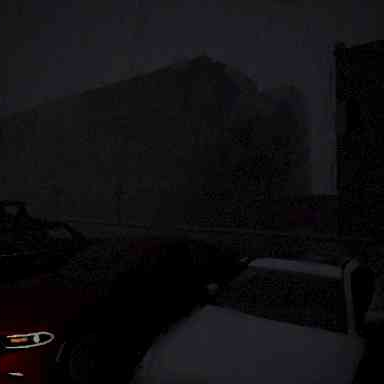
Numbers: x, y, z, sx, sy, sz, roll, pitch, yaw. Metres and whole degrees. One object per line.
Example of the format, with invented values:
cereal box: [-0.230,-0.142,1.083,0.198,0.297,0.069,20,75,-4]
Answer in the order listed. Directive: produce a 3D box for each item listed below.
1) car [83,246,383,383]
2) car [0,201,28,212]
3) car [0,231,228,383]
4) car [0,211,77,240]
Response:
car: [1.295,1.530,4.072,2.002,1.452,4.674,-1,0,35]
car: [-7.927,1.330,10.610,2.435,2.045,5.566,-1,0,35]
car: [-1.004,1.513,5.715,2.097,1.535,5.008,-1,0,35]
car: [-3.327,1.410,7.326,2.185,1.767,4.553,-1,0,35]
